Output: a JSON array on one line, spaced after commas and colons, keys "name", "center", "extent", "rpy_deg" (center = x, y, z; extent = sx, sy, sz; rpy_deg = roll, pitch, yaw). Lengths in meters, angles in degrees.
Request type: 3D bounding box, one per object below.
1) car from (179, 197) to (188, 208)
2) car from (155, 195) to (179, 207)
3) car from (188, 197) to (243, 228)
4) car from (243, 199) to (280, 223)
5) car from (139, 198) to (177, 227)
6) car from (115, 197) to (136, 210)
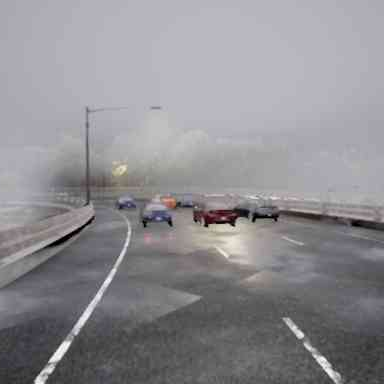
[{"name": "car", "center": [-0.878, 1.243, 40.805], "extent": [1.994, 1.385, 4.181], "rpy_deg": [-1, 1, -21]}, {"name": "car", "center": [-3.397, 1.079, 37.590], "extent": [2.097, 1.767, 4.553], "rpy_deg": [-1, 0, -20]}, {"name": "car", "center": [1.304, 1.295, 21.086], "extent": [1.882, 1.535, 5.008], "rpy_deg": [-1, 1, -11]}, {"name": "car", "center": [4.393, 1.261, 23.483], "extent": [2.128, 1.511, 4.902], "rpy_deg": [-1, 1, -13]}, {"name": "car", "center": [-2.402, 1.372, 21.691], "extent": [1.812, 1.442, 4.674], "rpy_deg": [-1, 1, -12]}, {"name": "car", "center": [-7.965, 1.280, 39.734], "extent": [1.812, 1.442, 4.674], "rpy_deg": [-1, 1, -22]}]
